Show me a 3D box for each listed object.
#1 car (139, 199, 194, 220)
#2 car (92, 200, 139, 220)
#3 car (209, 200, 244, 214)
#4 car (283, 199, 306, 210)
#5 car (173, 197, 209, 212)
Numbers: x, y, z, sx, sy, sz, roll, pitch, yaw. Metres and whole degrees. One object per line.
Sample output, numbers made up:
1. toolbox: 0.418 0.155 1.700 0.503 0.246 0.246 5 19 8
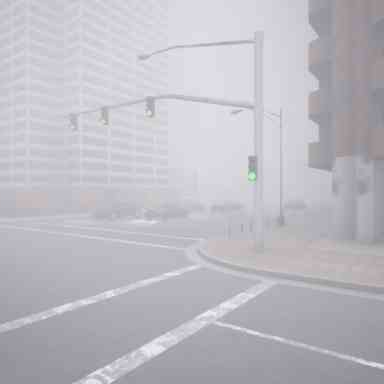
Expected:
1. car: -2.049 1.561 27.876 1.994 1.385 4.181 0 0 35
2. car: -6.159 1.502 28.115 1.837 1.490 4.892 0 0 35
3. car: 3.822 1.598 36.212 1.895 1.301 4.718 0 0 35
4. car: 13.541 1.562 43.683 1.994 1.385 4.181 0 0 35
5. car: -0.440 1.561 36.242 1.994 1.385 4.181 0 0 35
